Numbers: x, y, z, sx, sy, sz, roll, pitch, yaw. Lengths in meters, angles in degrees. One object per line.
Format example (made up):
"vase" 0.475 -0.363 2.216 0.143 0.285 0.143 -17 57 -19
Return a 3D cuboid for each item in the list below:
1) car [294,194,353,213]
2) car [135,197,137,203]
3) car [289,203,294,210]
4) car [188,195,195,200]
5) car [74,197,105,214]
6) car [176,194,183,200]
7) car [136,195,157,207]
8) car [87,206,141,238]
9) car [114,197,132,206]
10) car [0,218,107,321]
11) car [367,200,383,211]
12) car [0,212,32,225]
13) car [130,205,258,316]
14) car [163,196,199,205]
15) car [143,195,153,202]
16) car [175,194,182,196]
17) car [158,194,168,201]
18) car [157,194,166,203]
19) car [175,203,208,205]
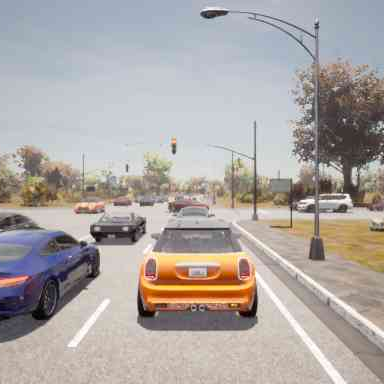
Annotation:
"car" 14.447 1.221 36.110 5.566 2.045 2.150 0 0 3
"car" -10.538 1.492 68.370 2.128 1.511 4.902 0 0 0
"car" 14.064 1.505 39.639 4.892 1.490 1.837 0 0 3
"car" -0.007 1.595 94.785 1.895 1.301 4.718 0 0 1
"car" -10.619 1.352 34.640 2.097 1.767 4.553 0 0 0
"car" -3.505 1.374 95.025 1.812 1.442 4.674 0 0 1
"car" -7.089 1.601 52.218 1.895 1.301 4.718 0 0 -1
"car" -3.409 1.601 16.338 1.895 1.301 4.718 0 0 0
"car" -10.732 1.477 51.824 1.882 1.535 5.008 0 0 3
"car" -3.404 1.526 7.180 1.812 1.442 4.674 0 0 0
"car" 22.954 1.556 39.160 4.181 1.385 1.994 0 0 3
"car" -7.107 1.505 11.672 1.837 1.490 4.892 0 0 0
"car" 0.096 1.352 7.647 2.097 1.767 4.553 0 0 0
"car" -0.365 1.477 35.566 5.008 1.535 1.882 0 1 38
"car" -10.541 1.500 79.440 1.837 1.490 4.892 0 0 0
"car" -3.540 1.492 84.617 1.837 1.490 4.892 0 0 0
"car" -7.042 1.355 80.712 2.097 1.767 4.553 0 0 0
"car" -7.038 1.492 69.134 2.128 1.511 4.902 0 0 0
"car" 0.091 1.505 16.605 1.837 1.490 4.892 0 0 0
